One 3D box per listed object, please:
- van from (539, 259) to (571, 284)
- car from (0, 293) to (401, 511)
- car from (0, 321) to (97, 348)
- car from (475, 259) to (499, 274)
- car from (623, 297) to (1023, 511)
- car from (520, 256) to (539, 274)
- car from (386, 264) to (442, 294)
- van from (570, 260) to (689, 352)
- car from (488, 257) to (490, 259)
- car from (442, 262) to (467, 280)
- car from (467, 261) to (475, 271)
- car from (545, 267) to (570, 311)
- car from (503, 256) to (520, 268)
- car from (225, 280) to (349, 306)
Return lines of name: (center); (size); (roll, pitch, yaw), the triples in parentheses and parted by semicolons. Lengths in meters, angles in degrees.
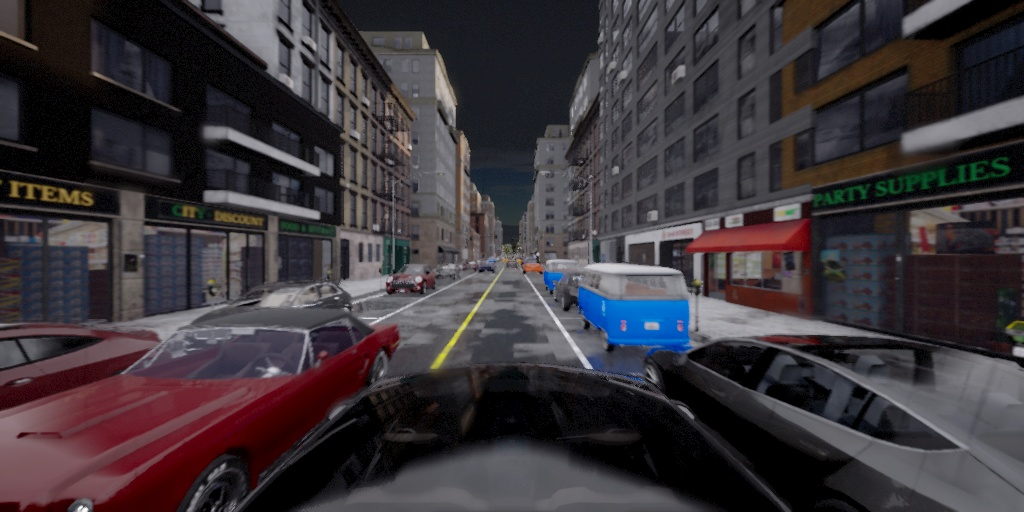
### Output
van: (2.637, 1.084, 19.640); (1.690, 1.789, 3.998); (0, 0, 0)
car: (-2.838, 1.350, 3.910); (1.895, 1.301, 4.718); (0, 0, 0)
car: (-5.387, 1.331, 3.108); (1.802, 1.307, 4.207); (0, 0, 0)
car: (-2.841, 1.346, 41.385); (1.895, 1.301, 4.718); (0, 0, 0)
car: (2.637, 1.315, 3.109); (1.948, 1.339, 4.313); (0, 0, 0)
car: (2.261, 1.098, 40.514); (2.097, 1.767, 4.553); (0, 0, 0)
car: (-5.388, 1.183, 19.640); (1.967, 1.591, 4.097); (0, 0, 0)
van: (2.637, 1.087, 8.619); (1.690, 1.789, 3.998); (0, 0, 0)
car: (-5.390, 1.311, 63.728); (1.948, 1.339, 4.313); (0, 0, 0)
car: (-5.389, 1.295, 30.661); (2.007, 1.370, 4.403); (0, 0, 0)
car: (-5.389, 1.328, 47.195); (1.802, 1.307, 4.207); (0, 0, 0)
car: (2.637, 1.295, 14.130); (2.007, 1.370, 4.403); (0, 0, 0)
car: (0.009, 1.237, 60.883); (2.128, 1.511, 4.902); (0, 0, 0)
car: (-5.388, 1.296, 8.619); (2.007, 1.370, 4.403); (0, 0, 0)
